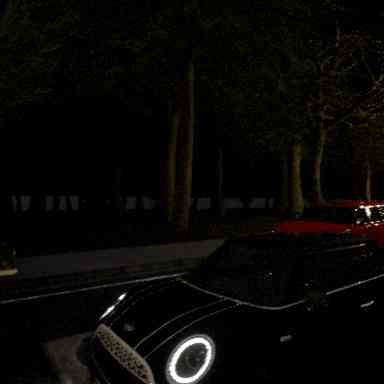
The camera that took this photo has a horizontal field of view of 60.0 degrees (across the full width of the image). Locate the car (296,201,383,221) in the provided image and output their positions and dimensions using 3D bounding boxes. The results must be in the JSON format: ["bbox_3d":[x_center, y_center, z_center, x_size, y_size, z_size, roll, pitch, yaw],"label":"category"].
[{"bbox_3d":[5.025,1.338,11.267,5.566,2.045,2.150,1,0,-36],"label":"car"}]

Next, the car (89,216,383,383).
[{"bbox_3d":[1.056,1.388,4.440,4.553,1.767,2.097,1,0,-36],"label":"car"}]
